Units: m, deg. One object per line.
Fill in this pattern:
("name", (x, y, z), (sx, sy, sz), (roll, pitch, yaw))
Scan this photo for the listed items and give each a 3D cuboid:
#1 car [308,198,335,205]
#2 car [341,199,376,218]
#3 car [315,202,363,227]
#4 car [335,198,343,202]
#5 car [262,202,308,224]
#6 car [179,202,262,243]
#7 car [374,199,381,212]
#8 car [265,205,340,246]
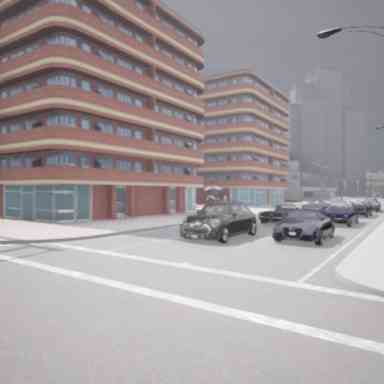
("car", (11.626, 1.484, 31.283), (2.033, 1.411, 5.357), (1, 0, 34))
("car", (15.174, 1.568, 30.292), (1.895, 1.301, 4.718), (1, 0, 34))
("car", (10.091, 1.567, 22.667), (1.895, 1.301, 4.718), (1, 0, 34))
("car", (17.311, 1.463, 39.764), (1.812, 1.442, 4.674), (1, 0, 34))
("car", (6.313, 1.538, 23.318), (1.895, 1.301, 4.718), (1, 0, 34))
("car", (1.351, 1.288, 15.873), (2.097, 1.767, 4.553), (1, 0, 34))
("car", (20.394, 1.493, 38.078), (1.812, 1.442, 4.674), (1, 0, 34))
("car", (5.232, 1.530, 15.379), (1.994, 1.385, 4.181), (1, 0, 34))
